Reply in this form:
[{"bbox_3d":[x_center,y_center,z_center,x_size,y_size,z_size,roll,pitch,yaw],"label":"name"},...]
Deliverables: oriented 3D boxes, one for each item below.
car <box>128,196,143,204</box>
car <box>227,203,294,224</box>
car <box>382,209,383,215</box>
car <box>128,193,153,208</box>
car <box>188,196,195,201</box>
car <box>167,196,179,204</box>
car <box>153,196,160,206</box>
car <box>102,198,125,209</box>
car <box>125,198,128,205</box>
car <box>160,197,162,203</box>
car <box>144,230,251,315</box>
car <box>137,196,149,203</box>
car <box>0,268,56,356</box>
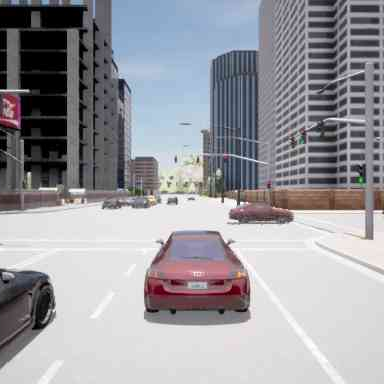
[{"bbox_3d":[-10.622,1.564,62.749,1.994,1.385,4.181,0,0,0],"label":"car"},{"bbox_3d":[4.888,1.525,23.820,4.674,1.442,1.812,0,0,-1],"label":"car"},{"bbox_3d":[18.502,1.601,27.603,4.718,1.301,1.895,0,0,0],"label":"car"},{"bbox_3d":[-7.166,1.352,47.037,2.097,1.767,4.553,0,0,0],"label":"car"},{"bbox_3d":[-0.148,1.595,84.260,1.895,1.301,4.718,0,0,0],"label":"car"},{"bbox_3d":[-3.509,1.491,61.671,2.128,1.511,4.902,0,0,0],"label":"car"},{"bbox_3d":[-7.129,1.477,56.373,1.882,1.535,5.008,0,0,0],"label":"car"},{"bbox_3d":[-10.669,1.526,44.493,1.812,1.442,4.674,0,0,0],"label":"car"},{"bbox_3d":[-10.645,1.601,53.601,1.895,1.301,4.718,0,0,0],"label":"car"},{"bbox_3d":[-7.117,1.505,66.571,1.837,1.490,4.892,0,0,0],"label":"car"},{"bbox_3d":[0.088,1.564,7.680,1.994,1.385,4.181,0,0,0],"label":"car"},{"bbox_3d":[-10.627,1.552,72.743,1.994,1.385,4.181,0,0,0],"label":"car"},{"bbox_3d":[-3.414,1.564,4.263,1.994,1.385,4.181,0,0,0],"label":"car"}]
